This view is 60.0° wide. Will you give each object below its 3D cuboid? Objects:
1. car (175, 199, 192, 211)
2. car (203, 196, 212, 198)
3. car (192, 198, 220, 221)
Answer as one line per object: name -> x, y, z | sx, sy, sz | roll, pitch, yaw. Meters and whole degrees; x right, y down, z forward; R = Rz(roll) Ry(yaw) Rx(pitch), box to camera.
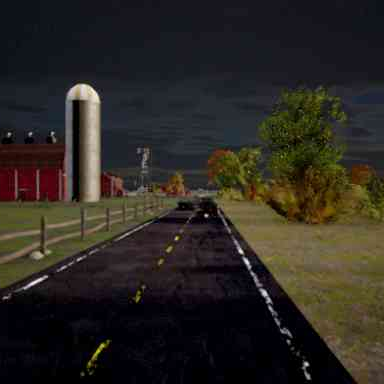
car -> -0.918, 1.586, 41.221 | 1.994, 1.385, 4.181 | 0, 0, 3
car -> 2.034, 1.390, 43.559 | 2.097, 1.767, 4.553 | 0, 0, 3
car -> 1.219, 1.510, 27.500 | 1.837, 1.490, 4.892 | 0, 0, 3
